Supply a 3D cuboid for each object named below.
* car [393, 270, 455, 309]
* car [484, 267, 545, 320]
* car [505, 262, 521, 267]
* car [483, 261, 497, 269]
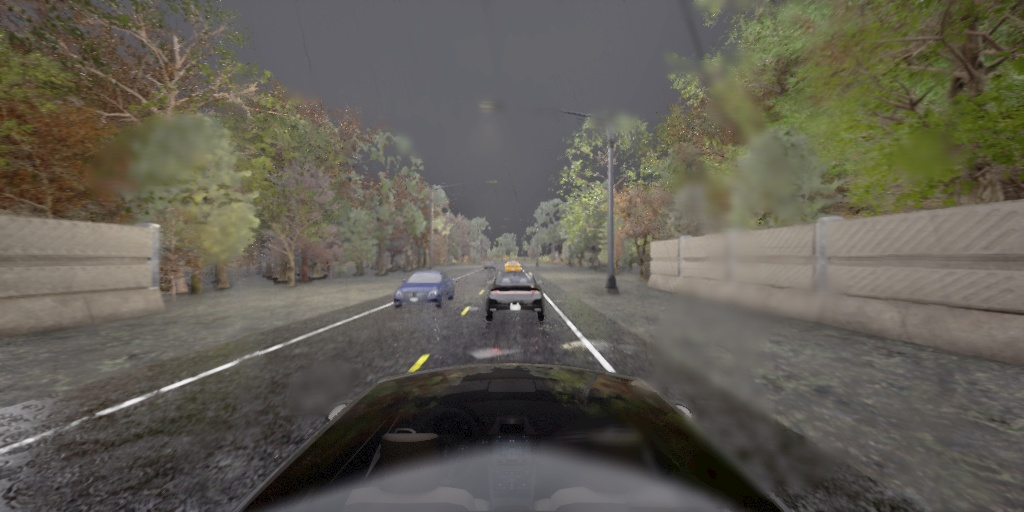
[{"bbox_3d":[-3.600,1.354,15.506,1.812,1.442,4.674,0,0,0],"label":"car"},{"bbox_3d":[0.102,1.307,12.936,2.128,1.511,4.902,0,0,0],"label":"car"},{"bbox_3d":[0.099,1.441,45.050,1.882,1.535,5.008,0,0,0],"label":"car"},{"bbox_3d":[-3.551,1.524,58.985,1.837,1.490,4.892,0,0,1],"label":"car"}]
